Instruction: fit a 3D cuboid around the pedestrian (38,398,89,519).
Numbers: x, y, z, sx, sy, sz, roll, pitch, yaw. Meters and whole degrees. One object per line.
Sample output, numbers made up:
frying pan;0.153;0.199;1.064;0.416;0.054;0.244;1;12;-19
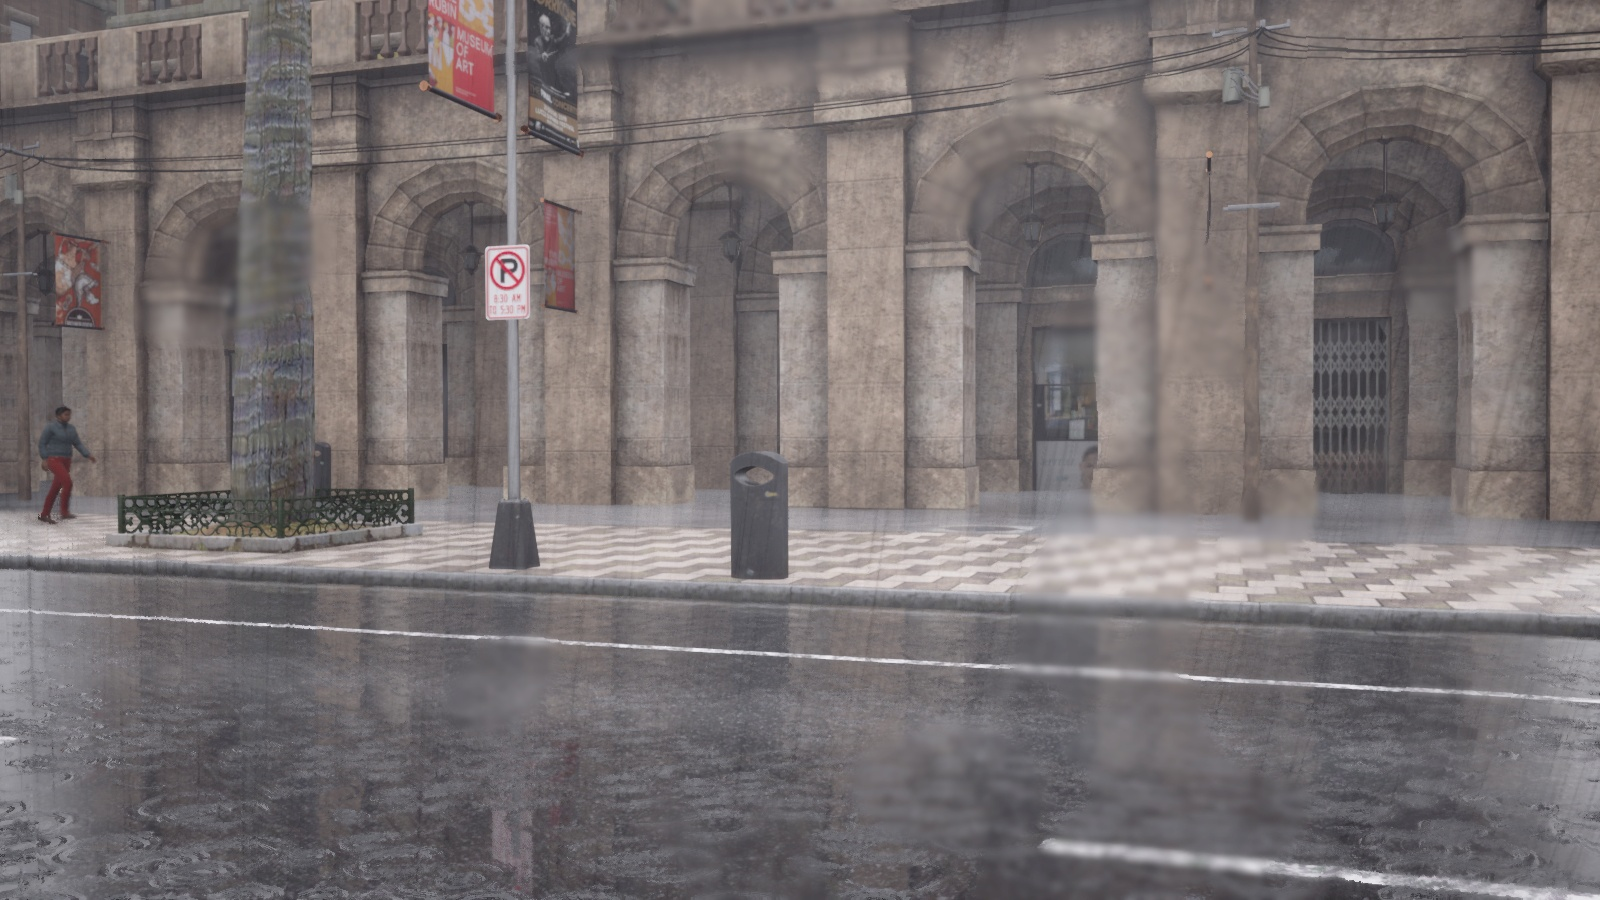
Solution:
pedestrian;-11.382;0.131;19.408;0.614;1.847;0.353;0;1;15
